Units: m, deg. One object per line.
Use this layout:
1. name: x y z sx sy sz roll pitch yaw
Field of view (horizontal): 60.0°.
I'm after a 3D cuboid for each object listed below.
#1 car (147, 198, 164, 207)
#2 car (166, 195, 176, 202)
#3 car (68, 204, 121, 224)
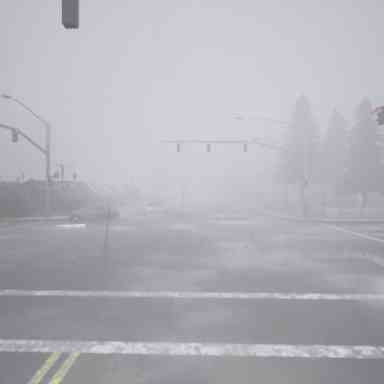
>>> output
1. car: -5.499 1.582 50.482 1.812 1.442 4.674 0 1 2
2. car: -4.811 1.429 75.864 1.837 1.490 4.892 0 0 2
3. car: -7.166 1.620 24.785 1.994 1.385 4.181 0 1 23
